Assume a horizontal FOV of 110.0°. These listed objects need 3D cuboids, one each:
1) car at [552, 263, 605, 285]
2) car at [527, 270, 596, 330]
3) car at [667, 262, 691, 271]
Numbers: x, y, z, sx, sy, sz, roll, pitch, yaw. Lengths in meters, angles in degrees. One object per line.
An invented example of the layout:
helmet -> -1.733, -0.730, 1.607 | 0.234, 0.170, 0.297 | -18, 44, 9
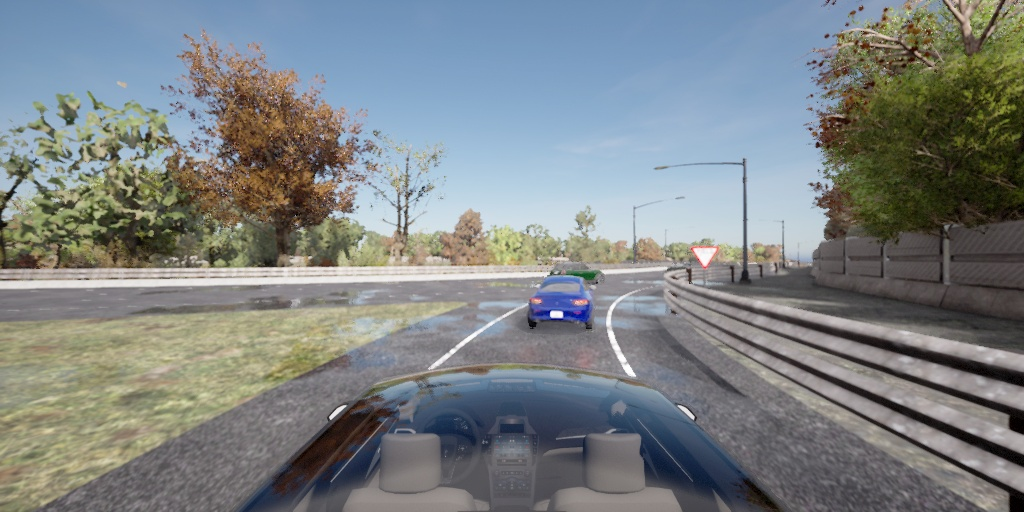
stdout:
car -> 4.977, 1.315, 27.478 | 4.553, 1.767, 2.097 | 0, -1, -33
car -> 1.673, 1.356, 11.456 | 1.812, 1.442, 4.674 | 0, 0, 13
car -> 25.317, 1.807, 54.737 | 1.895, 1.301, 4.718 | 0, -1, 40
